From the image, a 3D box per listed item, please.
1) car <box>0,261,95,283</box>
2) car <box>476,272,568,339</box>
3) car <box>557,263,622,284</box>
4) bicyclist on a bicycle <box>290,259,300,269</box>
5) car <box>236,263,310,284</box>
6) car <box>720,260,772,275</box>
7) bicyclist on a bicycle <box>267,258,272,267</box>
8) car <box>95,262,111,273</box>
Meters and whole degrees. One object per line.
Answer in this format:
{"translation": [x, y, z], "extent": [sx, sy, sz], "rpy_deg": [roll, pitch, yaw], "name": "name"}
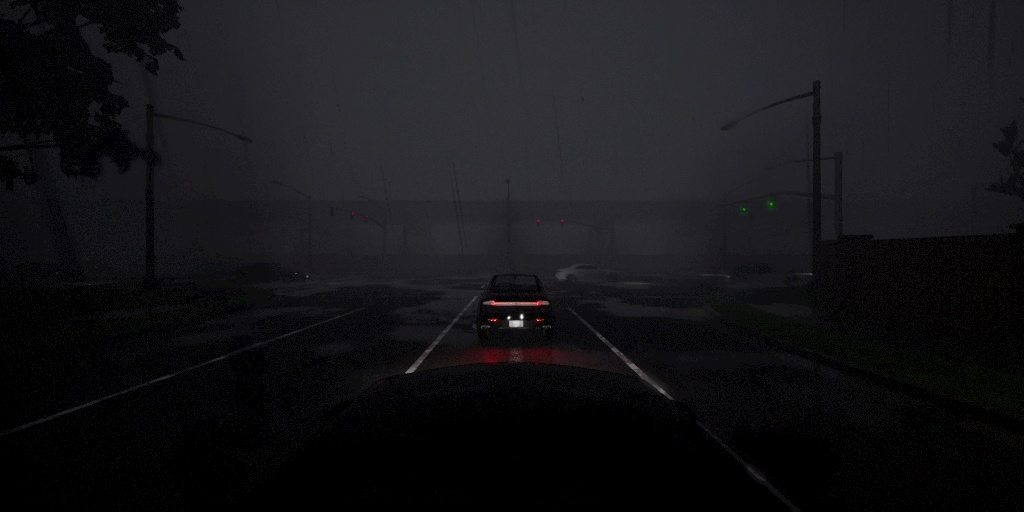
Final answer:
{"translation": [-35.088, 1.227, 26.958], "extent": [5.008, 1.535, 1.882], "rpy_deg": [0, 0, 2], "name": "car"}
{"translation": [0.094, 1.242, 10.117], "extent": [2.128, 1.511, 4.902], "rpy_deg": [0, 0, 0], "name": "car"}
{"translation": [5.503, 1.250, 25.827], "extent": [4.674, 1.442, 1.812], "rpy_deg": [0, 0, 2], "name": "car"}
{"translation": [-27.055, 1.203, 44.677], "extent": [0.582, 1.620, 1.656], "rpy_deg": [0, 0, 14], "name": "bicyclist on a bicycle"}
{"translation": [-17.517, 1.241, 26.442], "extent": [4.902, 1.511, 2.128], "rpy_deg": [0, 0, 2], "name": "car"}
{"translation": [23.495, 1.140, 36.052], "extent": [4.674, 1.442, 1.812], "rpy_deg": [-1, 0, 2], "name": "car"}
{"translation": [-31.608, 1.050, 46.765], "extent": [0.582, 1.620, 1.656], "rpy_deg": [0, 0, -33], "name": "bicyclist on a bicycle"}
{"translation": [-49.669, 1.297, 41.404], "extent": [5.357, 1.411, 2.033], "rpy_deg": [0, 0, 2], "name": "car"}
